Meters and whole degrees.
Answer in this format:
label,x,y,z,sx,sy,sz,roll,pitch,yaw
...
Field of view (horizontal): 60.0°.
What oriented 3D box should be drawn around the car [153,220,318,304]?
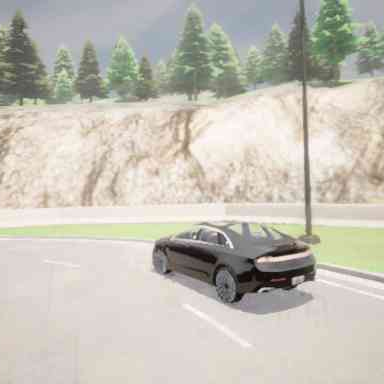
label,x,y,z,sx,sy,sz,roll,pitch,yaw
car,0.675,1.452,8.196,2.128,1.511,4.902,-2,0,-32
